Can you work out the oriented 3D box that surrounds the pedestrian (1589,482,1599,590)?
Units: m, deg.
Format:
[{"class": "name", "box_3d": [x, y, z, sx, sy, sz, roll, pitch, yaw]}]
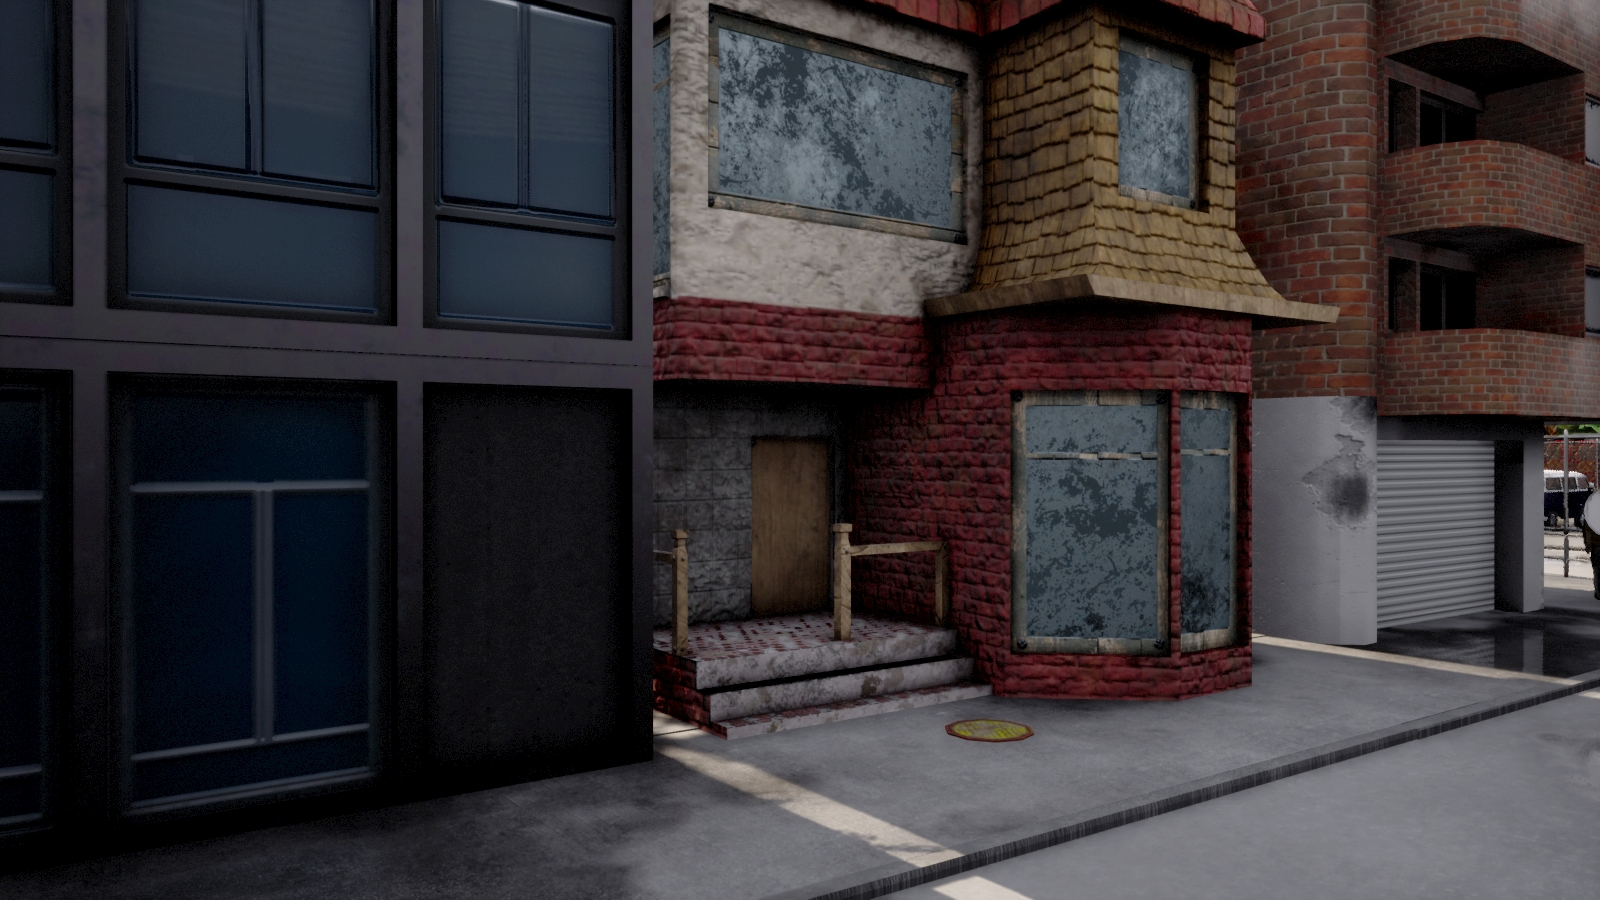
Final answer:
[{"class": "pedestrian", "box_3d": [14.128, 1.507, 20.049, 0.375, 1.860, 0.375, 0, 0, 18]}]

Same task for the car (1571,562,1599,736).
[{"class": "car", "box_3d": [9.059, 1.812, 10.717, 3.633, 1.501, 1.845, 0, 0, -35]}]
